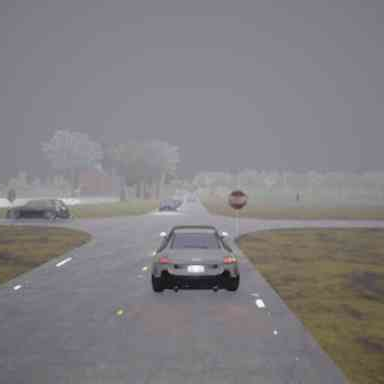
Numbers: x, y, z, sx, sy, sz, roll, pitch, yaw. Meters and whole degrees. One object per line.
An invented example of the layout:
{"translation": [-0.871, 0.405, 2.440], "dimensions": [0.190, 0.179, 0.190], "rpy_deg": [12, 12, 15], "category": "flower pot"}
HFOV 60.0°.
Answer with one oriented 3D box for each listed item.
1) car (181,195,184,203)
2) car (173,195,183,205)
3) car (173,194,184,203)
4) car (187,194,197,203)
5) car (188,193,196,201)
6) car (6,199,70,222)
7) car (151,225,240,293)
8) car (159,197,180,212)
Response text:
{"translation": [-2.772, 1.475, 58.055], "dimensions": [1.882, 1.535, 5.008], "rpy_deg": [0, 0, 0], "category": "car"}
{"translation": [-2.809, 1.567, 48.395], "dimensions": [1.994, 1.385, 4.181], "rpy_deg": [0, 0, 0], "category": "car"}
{"translation": [-2.747, 1.342, 68.006], "dimensions": [2.097, 1.767, 4.553], "rpy_deg": [0, 0, 0], "category": "car"}
{"translation": [0.004, 1.530, 71.044], "dimensions": [1.994, 1.385, 4.181], "rpy_deg": [0, 0, 0], "category": "car"}
{"translation": [0.004, 1.160, 81.054], "dimensions": [2.097, 1.767, 4.553], "rpy_deg": [0, 0, 0], "category": "car"}
{"translation": [-12.053, 1.335, 26.046], "dimensions": [4.553, 1.767, 2.097], "rpy_deg": [0, -1, 7], "category": "car"}
{"translation": [0.058, 1.569, 8.913], "dimensions": [1.994, 1.385, 4.181], "rpy_deg": [0, 0, -1], "category": "car"}
{"translation": [-2.811, 1.572, 39.493], "dimensions": [1.994, 1.385, 4.181], "rpy_deg": [0, 0, 0], "category": "car"}
